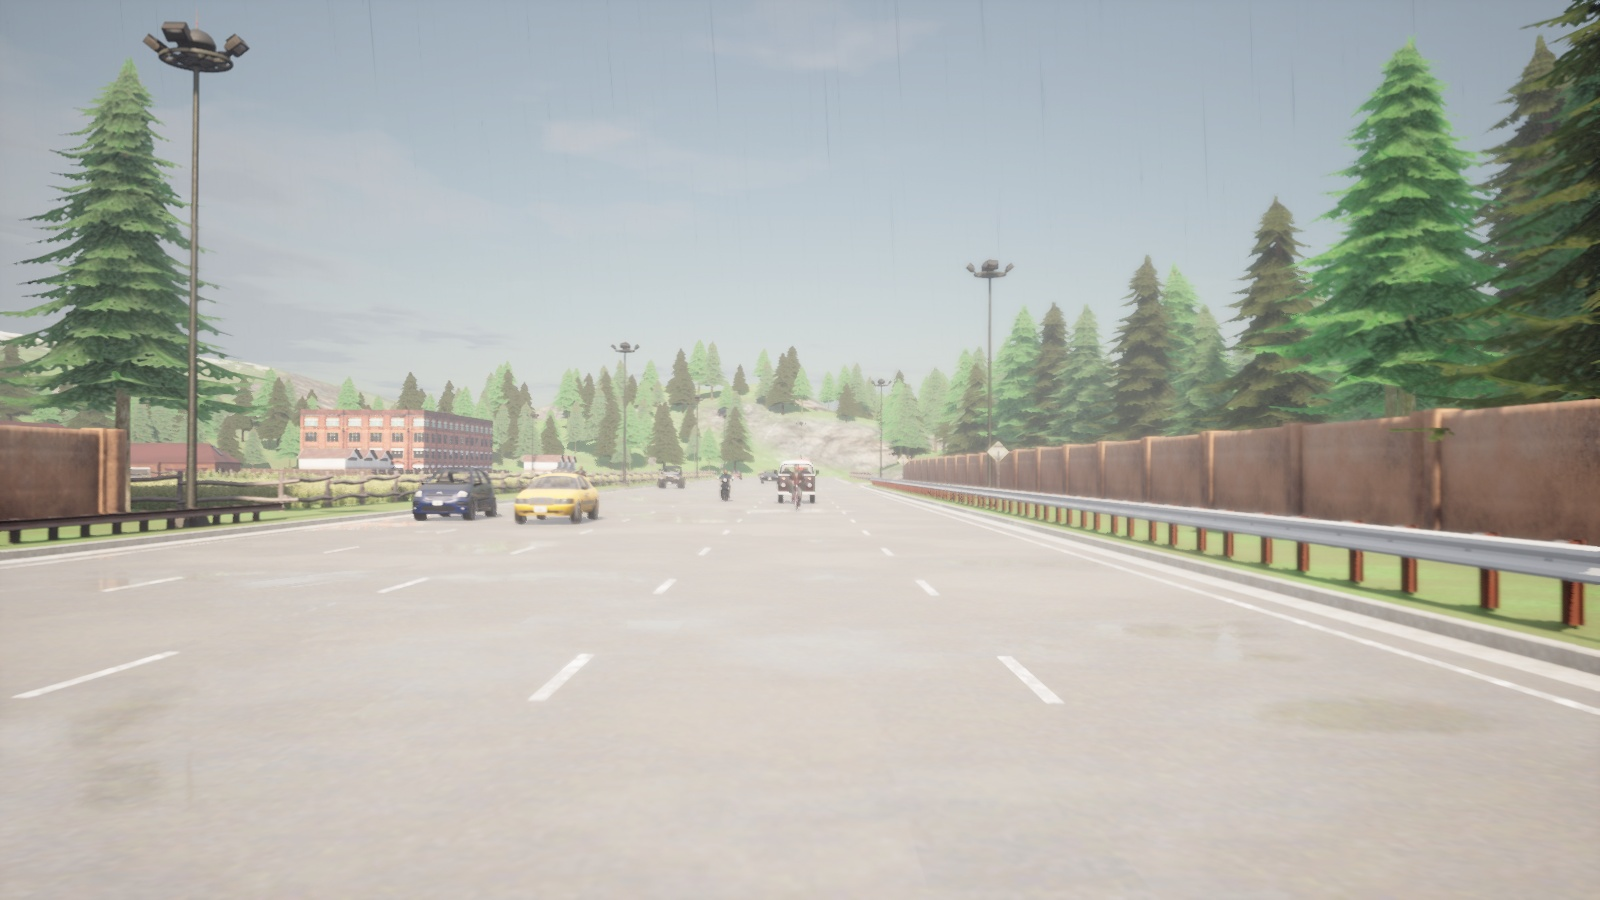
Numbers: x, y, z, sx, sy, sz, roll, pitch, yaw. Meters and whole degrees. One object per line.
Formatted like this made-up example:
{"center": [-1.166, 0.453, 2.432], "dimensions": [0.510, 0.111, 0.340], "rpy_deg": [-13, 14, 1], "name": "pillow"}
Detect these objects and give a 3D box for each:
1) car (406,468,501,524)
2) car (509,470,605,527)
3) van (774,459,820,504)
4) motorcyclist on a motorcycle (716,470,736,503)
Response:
{"center": [-10.594, 1.373, 38.671], "dimensions": [1.851, 1.617, 3.988], "rpy_deg": [0, -1, 0], "name": "car"}
{"center": [-7.090, 1.375, 37.115], "dimensions": [1.801, 1.575, 5.366], "rpy_deg": [0, -1, 0], "name": "car"}
{"center": [-0.145, 1.490, 59.476], "dimensions": [2.069, 2.038, 4.480], "rpy_deg": [0, -1, 0], "name": "van"}
{"center": [-3.650, 1.773, 61.929], "dimensions": [0.866, 1.590, 1.817], "rpy_deg": [0, 0, 0], "name": "motorcyclist on a motorcycle"}
